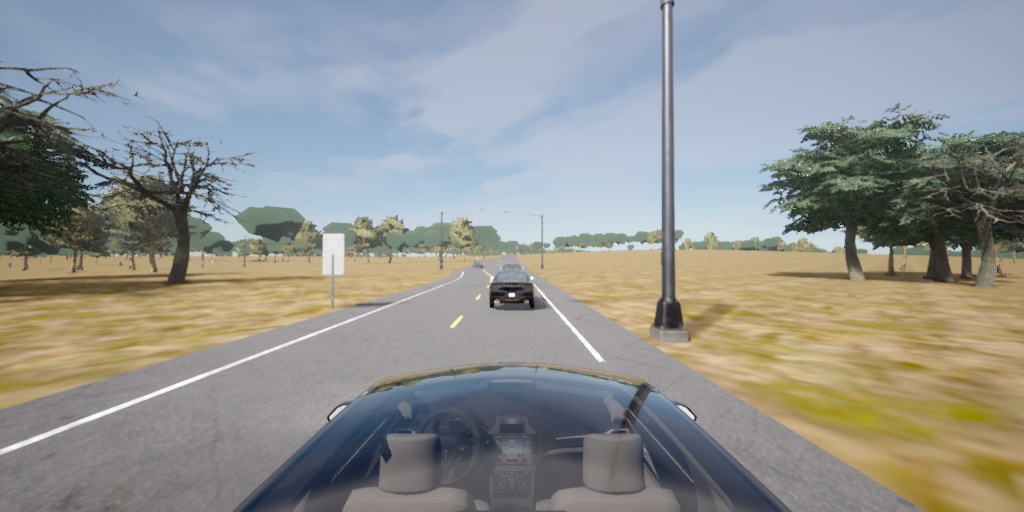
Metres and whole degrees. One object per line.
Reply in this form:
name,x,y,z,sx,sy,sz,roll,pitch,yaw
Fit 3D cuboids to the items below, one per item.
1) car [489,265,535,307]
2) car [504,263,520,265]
car,0.001,1.367,16.334,1.882,1.535,5.008,0,0,0
car,-0.008,1.378,30.940,2.097,1.767,4.553,0,-1,0
